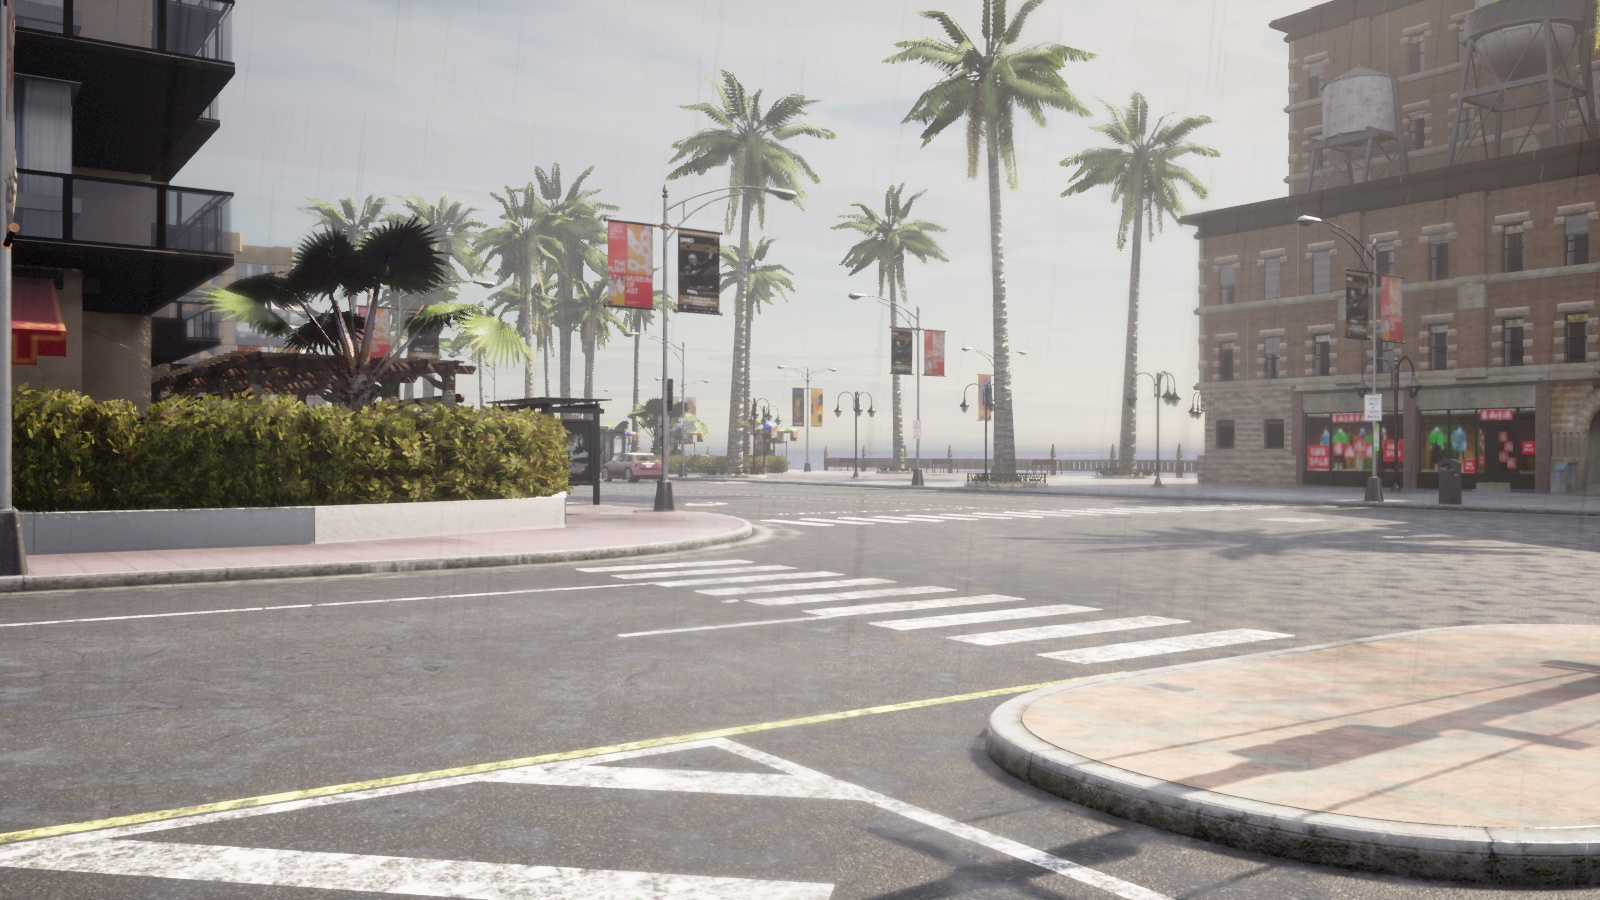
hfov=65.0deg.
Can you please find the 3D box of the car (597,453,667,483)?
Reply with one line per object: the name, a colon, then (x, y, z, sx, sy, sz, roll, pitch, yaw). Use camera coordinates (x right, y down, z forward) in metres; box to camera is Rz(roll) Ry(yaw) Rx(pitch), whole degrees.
car: (-8.524, 0.884, 63.473, 1.970, 1.475, 3.806, 0, 0, -35)
